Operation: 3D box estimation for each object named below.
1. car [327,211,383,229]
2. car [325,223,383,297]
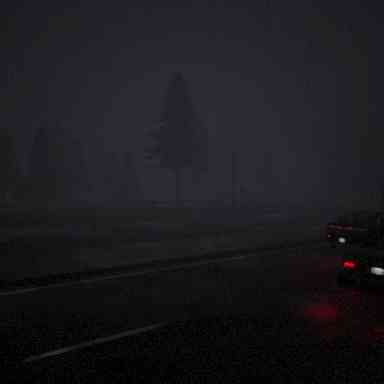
[{"bbox_3d":[7.355,1.512,13.302,4.902,1.511,2.128,0,0,-35],"label":"car"},{"bbox_3d":[5.607,1.561,7.791,5.357,1.411,2.033,0,0,-35],"label":"car"}]
